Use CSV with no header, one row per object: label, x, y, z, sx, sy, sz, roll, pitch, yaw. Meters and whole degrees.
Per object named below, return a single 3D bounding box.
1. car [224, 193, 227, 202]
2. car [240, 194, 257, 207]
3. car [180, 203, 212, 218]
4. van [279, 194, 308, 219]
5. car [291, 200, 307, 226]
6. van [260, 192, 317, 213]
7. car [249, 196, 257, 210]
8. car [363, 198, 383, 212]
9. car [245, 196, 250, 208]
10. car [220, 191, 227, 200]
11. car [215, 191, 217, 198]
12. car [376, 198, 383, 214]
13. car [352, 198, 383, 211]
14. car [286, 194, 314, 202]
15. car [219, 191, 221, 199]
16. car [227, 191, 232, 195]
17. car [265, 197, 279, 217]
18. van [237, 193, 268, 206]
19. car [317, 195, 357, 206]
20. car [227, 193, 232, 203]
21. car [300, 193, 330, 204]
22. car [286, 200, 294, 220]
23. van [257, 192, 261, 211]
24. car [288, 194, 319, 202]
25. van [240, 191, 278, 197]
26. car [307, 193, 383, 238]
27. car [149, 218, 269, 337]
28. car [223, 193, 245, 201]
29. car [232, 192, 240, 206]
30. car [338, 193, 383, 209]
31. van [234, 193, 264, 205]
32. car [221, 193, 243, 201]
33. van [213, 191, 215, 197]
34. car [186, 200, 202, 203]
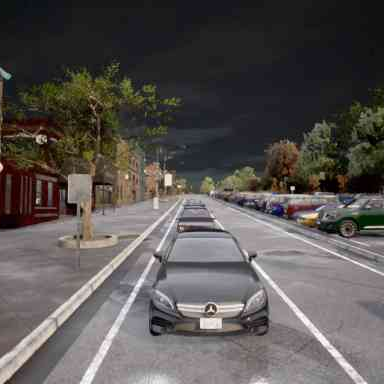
car,8.944,1.279,61.912,4.674,1.452,2.002,0,1,0
car,9.097,1.408,42.287,4.892,1.521,2.231,0,0,0
car,0.189,1.532,17.422,2.033,1.411,5.357,0,0,0
van,9.331,1.237,25.461,4.442,1.987,1.878,0,0,0
car,9.070,1.466,19.853,5.366,1.575,1.946,0,0,0
van,9.056,1.230,31.070,4.442,1.987,1.878,0,0,0
car,9.161,1.469,36.676,4.792,1.488,2.163,0,0,0
car,22.177,1.468,37.445,4.792,1.488,2.163,0,0,0
car,9.108,1.465,39.484,4.674,1.452,2.002,0,0,0
car,8.897,0.963,64.712,5.566,2.045,2.435,0,1,0
car,8.797,1.064,81.533,5.008,1.535,2.097,0,1,0
car,22.411,1.444,34.675,5.366,1.575,1.946,0,0,0
car,22.214,1.451,40.228,4.792,1.488,2.163,0,0,0
car,21.988,1.188,67.985,4.892,1.521,2.231,0,1,0
car,8.877,0.938,67.515,5.566,2.045,2.435,0,1,0
car,8.998,1.138,59.107,4.553,1.767,2.185,0,1,0
car,9.188,1.460,28.264,5.008,1.535,2.097,0,0,0
van,9.145,1.113,50.698,4.442,1.987,1.878,0,1,0
car,22.290,1.332,51.332,5.366,1.575,1.946,0,1,0
car,8.981,1.290,56.305,4.892,1.521,2.231,0,1,0
car,22.074,1.135,59.658,4.553,1.767,2.185,0,1,0
car,9.237,1.506,22.658,4.674,1.452,2.002,0,0,0
van,9.269,1.222,33.873,4.442,1.987,1.878,0,0,0
car,21.817,1.208,65.207,5.366,1.575,1.946,0,1,0
van,9.187,1.163,45.093,4.442,1.987,1.878,0,0,0
car,9.247,1.221,17.050,5.566,2.045,2.435,0,0,0
car,0.251,1.524,6.843,1.812,1.442,4.674,0,0,0
car,8.854,1.039,70.319,4.553,1.767,2.185,0,1,0
car,9.021,1.113,47.892,5.566,2.045,2.435,0,1,0
car,22.137,1.153,43.001,5.566,2.045,2.435,0,0,0
van,9.125,1.088,53.501,4.442,1.987,1.878,0,1,0
car,8.833,1.014,73.122,4.553,1.767,2.185,0,1,0
van,8.624,0.763,89.939,4.442,1.987,1.878,0,1,0
car,0.212,1.442,29.870,2.128,1.511,4.902,0,0,0
